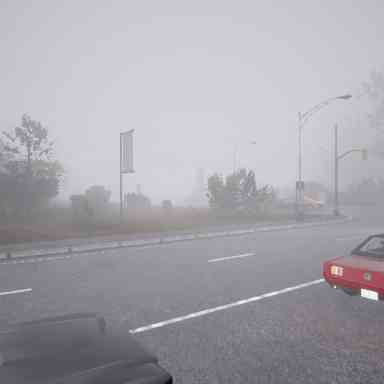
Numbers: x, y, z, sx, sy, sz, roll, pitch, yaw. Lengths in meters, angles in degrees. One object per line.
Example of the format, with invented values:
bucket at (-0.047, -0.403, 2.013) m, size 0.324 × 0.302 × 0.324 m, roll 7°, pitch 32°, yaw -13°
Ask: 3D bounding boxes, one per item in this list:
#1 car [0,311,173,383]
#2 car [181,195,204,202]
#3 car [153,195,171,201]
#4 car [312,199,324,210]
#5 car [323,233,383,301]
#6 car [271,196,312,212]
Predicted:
car at (-2.399, 1.601, 2.024) m, size 4.718 × 1.301 × 1.895 m, roll 0°, pitch 0°, yaw -36°
car at (0.009, 1.276, 65.720) m, size 2.033 × 1.411 × 5.357 m, roll -1°, pitch 0°, yaw -38°
car at (-6.724, 1.330, 73.987) m, size 1.895 × 1.301 × 4.718 m, roll -1°, pitch 0°, yaw -38°
car at (12.758, 1.252, 38.410) m, size 1.882 × 1.535 × 5.008 m, roll -1°, pitch 0°, yaw -39°
car at (5.048, 1.570, 7.363) m, size 4.718 × 1.301 × 1.895 m, roll 0°, pitch 0°, yaw -36°
car at (10.134, 1.404, 36.087) m, size 1.895 × 1.301 × 4.718 m, roll -1°, pitch 0°, yaw -39°
